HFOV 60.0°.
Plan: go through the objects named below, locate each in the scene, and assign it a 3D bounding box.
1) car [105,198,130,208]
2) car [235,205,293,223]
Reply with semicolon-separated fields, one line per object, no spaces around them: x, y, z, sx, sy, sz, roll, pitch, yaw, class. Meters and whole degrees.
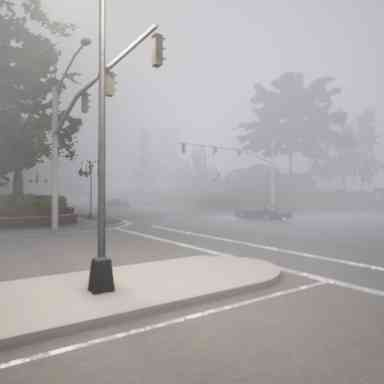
-11.158;1.629;49.737;2.033;1.411;5.357;0;0;-36;car
5.550;1.683;26.493;1.895;1.301;4.718;0;0;-35;car
